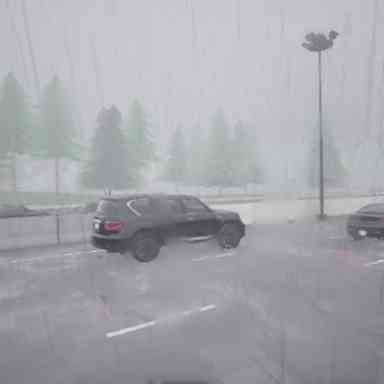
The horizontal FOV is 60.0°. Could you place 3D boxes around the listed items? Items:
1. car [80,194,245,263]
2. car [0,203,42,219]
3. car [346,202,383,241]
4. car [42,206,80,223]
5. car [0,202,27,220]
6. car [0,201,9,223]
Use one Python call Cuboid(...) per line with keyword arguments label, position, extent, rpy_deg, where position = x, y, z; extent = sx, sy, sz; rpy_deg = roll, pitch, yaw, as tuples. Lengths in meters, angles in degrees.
Cuboid(label="car", position=(-0.694, 1.073, 11.685), extent=(5.566, 2.045, 2.150), rpy_deg=(-2, 1, -34))
Cuboid(label="car", position=(-11.846, 1.543, 21.234), extent=(4.718, 1.301, 1.895), rpy_deg=(-2, 1, -34))
Cuboid(label="car", position=(8.165, 1.156, 13.169), extent=(4.892, 1.490, 1.837), rpy_deg=(-2, 1, -32))
Cuboid(label="car", position=(-6.139, 1.380, 20.875), extent=(5.357, 1.411, 2.033), rpy_deg=(-2, 1, -33))
Cuboid(label="car", position=(-16.101, 1.551, 26.798), extent=(4.718, 1.301, 1.895), rpy_deg=(-2, 1, -35))
Cuboid(label="car", position=(-15.552, 1.472, 22.904), extent=(5.008, 1.535, 1.882), rpy_deg=(-2, 1, -35))
